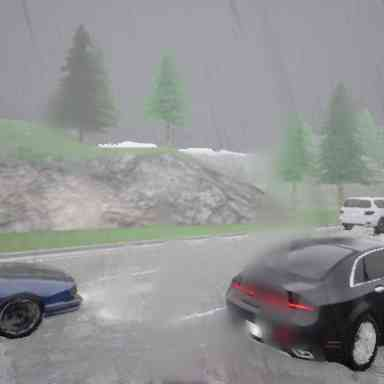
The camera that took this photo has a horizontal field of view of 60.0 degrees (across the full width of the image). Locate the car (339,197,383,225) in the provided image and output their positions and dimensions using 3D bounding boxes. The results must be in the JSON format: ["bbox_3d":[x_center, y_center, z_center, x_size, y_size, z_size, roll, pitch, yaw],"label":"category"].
[{"bbox_3d":[11.310,1.329,20.402,5.566,2.045,2.150,0,0,-35],"label":"car"}]

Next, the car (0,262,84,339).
[{"bbox_3d":[-4.489,1.545,4.846,5.357,1.411,2.033,0,0,-35],"label":"car"}]

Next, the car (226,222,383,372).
[{"bbox_3d":[2.792,1.534,5.737,4.892,1.490,1.837,0,0,-35],"label":"car"}]
